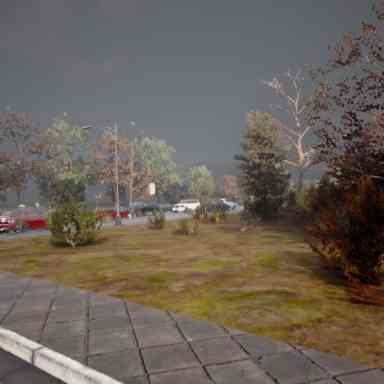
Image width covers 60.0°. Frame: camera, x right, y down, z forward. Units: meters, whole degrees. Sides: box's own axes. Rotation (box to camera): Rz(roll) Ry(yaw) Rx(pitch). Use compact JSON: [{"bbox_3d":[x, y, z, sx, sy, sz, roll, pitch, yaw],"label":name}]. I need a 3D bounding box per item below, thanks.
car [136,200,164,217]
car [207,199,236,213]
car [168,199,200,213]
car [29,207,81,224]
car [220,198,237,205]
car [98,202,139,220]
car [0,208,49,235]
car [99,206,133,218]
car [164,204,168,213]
[{"bbox_3d":[-6.472,2.124,43.185,2.150,2.045,5.566,-3,-2,32],"label":"car"},{"bbox_3d":[3.827,2.136,46.052,1.837,1.490,4.892,-3,-2,32],"label":"car"},{"bbox_3d":[-0.798,2.193,52.141,2.150,2.045,5.566,-3,-2,33],"label":"car"},{"bbox_3d":[-14.851,2.505,36.451,2.128,1.511,4.902,-3,-2,32],"label":"car"},{"bbox_3d":[5.519,2.080,55.338,2.150,2.045,5.566,-3,-2,32],"label":"car"},{"bbox_3d":[-8.086,2.175,33.714,1.882,1.535,5.008,-3,-2,33],"label":"car"},{"bbox_3d":[-10.854,1.874,23.101,2.097,1.767,4.553,-3,-2,34],"label":"car"},{"bbox_3d":[-10.043,2.615,44.051,1.994,1.385,4.181,-3,-2,32],"label":"car"},{"bbox_3d":[-4.583,2.607,52.687,2.128,1.511,4.902,-3,-2,32],"label":"car"}]
